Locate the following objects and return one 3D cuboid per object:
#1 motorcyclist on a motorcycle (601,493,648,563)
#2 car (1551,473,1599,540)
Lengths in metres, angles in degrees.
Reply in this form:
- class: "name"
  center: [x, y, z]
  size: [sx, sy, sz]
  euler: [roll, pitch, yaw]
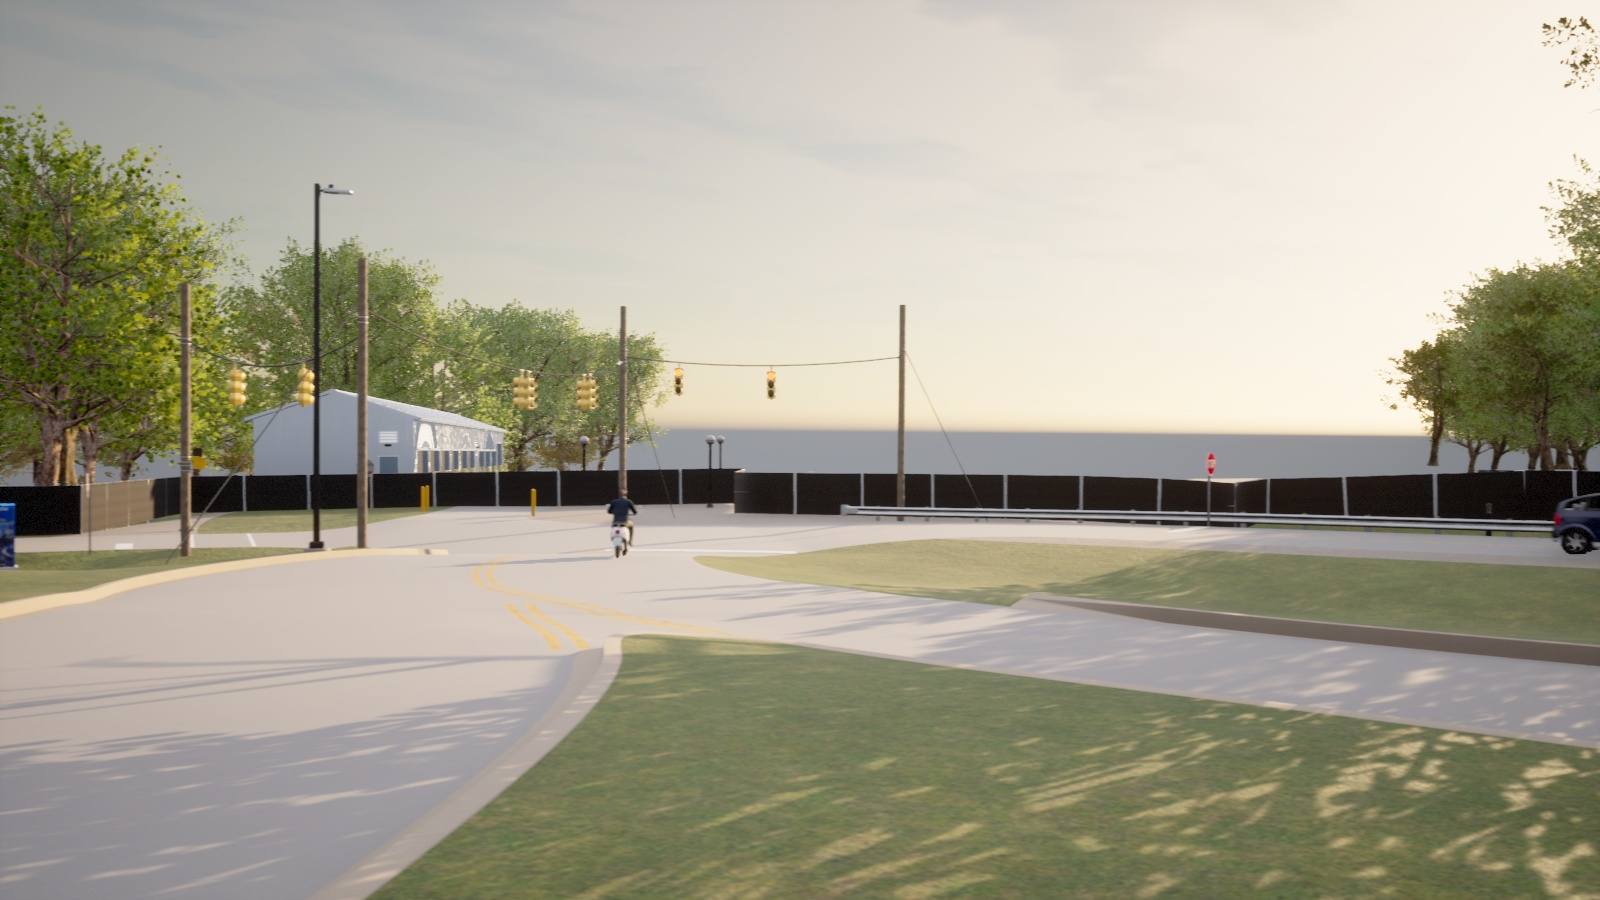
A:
- class: "motorcyclist on a motorcycle"
  center: [-4.119, 1.815, 29.532]
  size: [0.866, 1.590, 1.817]
  euler: [0, -3, -1]
- class: "car"
  center: [20.379, 1.340, 30.140]
  size: [3.705, 1.549, 1.789]
  euler: [-2, 0, 44]
